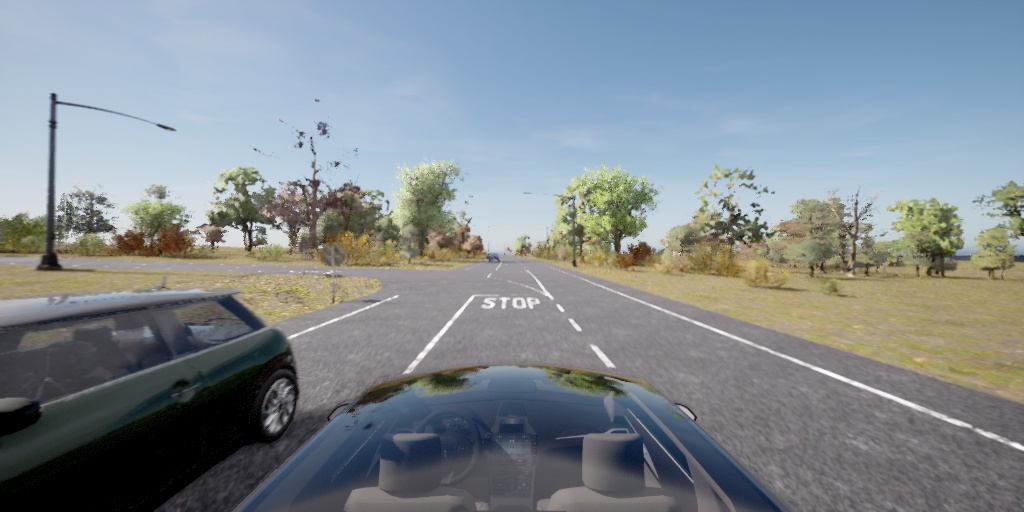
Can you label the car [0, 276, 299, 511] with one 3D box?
[{"bbox_3d":[-3.504,1.102,2.208,2.097,1.767,4.553,0,1,0],"label":"car"}]
